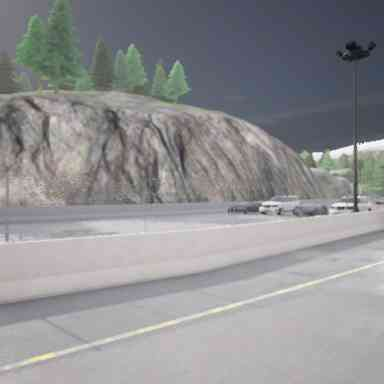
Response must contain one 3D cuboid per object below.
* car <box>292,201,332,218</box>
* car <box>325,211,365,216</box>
[{"bbox_3d":[11.786,1.703,32.551,4.674,1.442,1.812,0,0,-45],"label":"car"},{"bbox_3d":[14.699,1.395,30.491,5.566,2.045,2.150,1,-1,-45],"label":"car"}]
